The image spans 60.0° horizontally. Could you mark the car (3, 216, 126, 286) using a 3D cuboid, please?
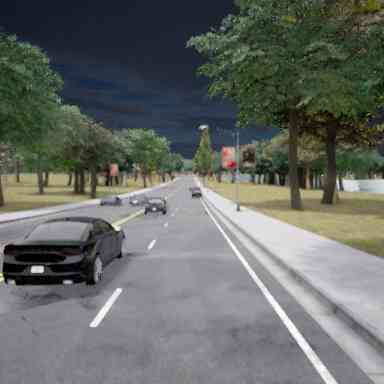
[{"bbox_3d":[-3.155,1.412,9.259,1.882,1.535,5.008,0,0,0],"label":"car"}]

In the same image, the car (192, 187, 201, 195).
[{"bbox_3d":[0.939,-0.264,78.485,2.097,1.767,4.553,0,2,0],"label":"car"}]

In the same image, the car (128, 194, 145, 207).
[{"bbox_3d":[-6.602,0.978,41.126,2.128,1.511,4.902,0,1,0],"label":"car"}]

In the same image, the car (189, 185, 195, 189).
[{"bbox_3d":[0.943,-0.183,72.547,2.150,2.045,5.566,0,2,0],"label":"car"}]

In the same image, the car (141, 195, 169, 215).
[{"bbox_3d":[-3.164,1.229,30.153,1.812,1.442,4.674,0,1,0],"label":"car"}]

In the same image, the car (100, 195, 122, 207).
[{"bbox_3d":[-9.852,1.060,40.686,1.994,1.385,4.181,0,1,0],"label":"car"}]

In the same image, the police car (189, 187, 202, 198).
[{"bbox_3d":[0.948,0.319,62.641,1.930,1.638,5.238,0,2,0],"label":"police car"}]
